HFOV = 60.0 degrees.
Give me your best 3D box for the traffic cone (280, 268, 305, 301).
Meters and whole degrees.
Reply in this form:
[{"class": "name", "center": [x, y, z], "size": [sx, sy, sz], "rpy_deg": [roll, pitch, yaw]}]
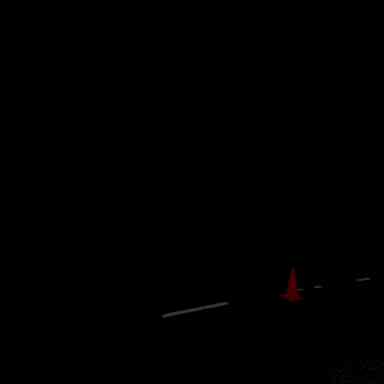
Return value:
[{"class": "traffic cone", "center": [2.025, 1.827, 6.680], "size": [0.340, 0.580, 0.340], "rpy_deg": [0, 2, -28]}]
